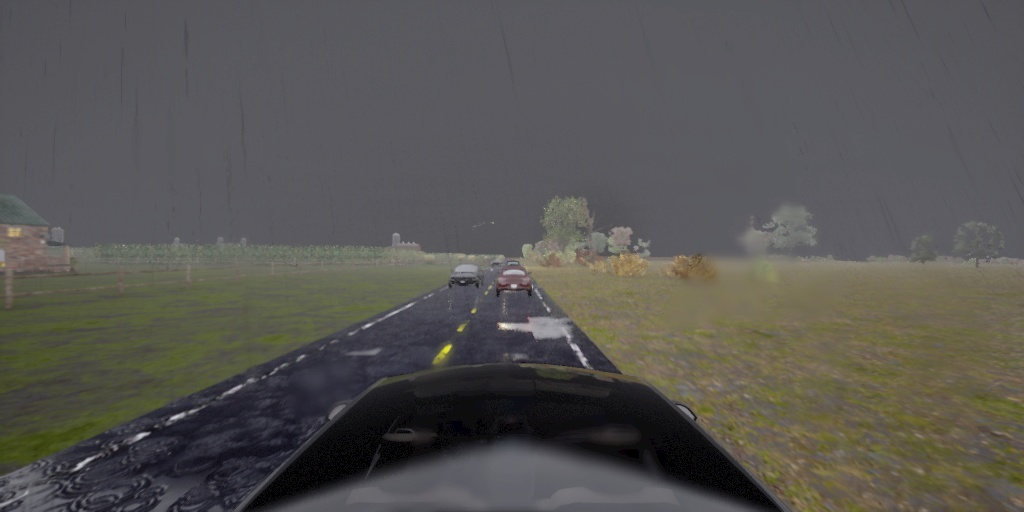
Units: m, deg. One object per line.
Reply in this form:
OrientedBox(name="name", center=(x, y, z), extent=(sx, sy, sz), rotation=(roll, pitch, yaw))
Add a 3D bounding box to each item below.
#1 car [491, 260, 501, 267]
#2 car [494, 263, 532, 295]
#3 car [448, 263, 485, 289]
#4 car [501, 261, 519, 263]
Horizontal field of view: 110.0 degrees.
OrientedBox(name="car", center=(-2.796, 1.334, 64.346), extent=(1.895, 1.301, 4.718), rotation=(0, 0, 1))
OrientedBox(name="car", center=(0.094, 1.270, 19.457), extent=(1.812, 1.442, 4.674), rotation=(0, 0, 0))
OrientedBox(name="car", center=(-2.855, 1.220, 23.225), extent=(1.882, 1.535, 5.008), rotation=(0, 0, 0))
OrientedBox(name="car", center=(0.089, 1.243, 37.838), extent=(1.837, 1.490, 4.892), rotation=(0, 0, 0))
